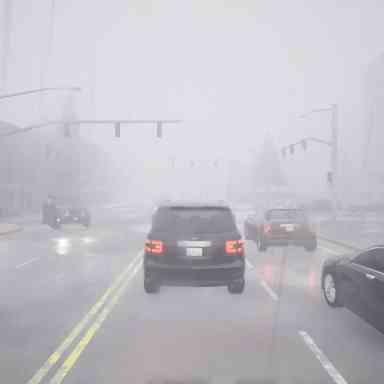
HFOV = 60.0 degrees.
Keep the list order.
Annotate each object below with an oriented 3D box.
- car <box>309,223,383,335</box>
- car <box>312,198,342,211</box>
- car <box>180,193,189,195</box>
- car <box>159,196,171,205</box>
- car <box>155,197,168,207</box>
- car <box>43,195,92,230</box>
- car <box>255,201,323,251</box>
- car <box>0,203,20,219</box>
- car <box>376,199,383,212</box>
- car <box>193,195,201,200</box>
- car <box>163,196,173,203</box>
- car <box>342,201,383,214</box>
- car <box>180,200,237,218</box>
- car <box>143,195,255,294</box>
[{"bbox_3d":[3.607,1.505,5.057,1.837,1.490,4.892,0,0,0],"label":"car"},{"bbox_3d":[14.435,1.505,37.539,4.892,1.490,1.837,0,0,-2],"label":"car"},{"bbox_3d":[-1.795,1.496,80.194,1.837,1.490,4.892,0,0,-1],"label":"car"},{"bbox_3d":[-4.904,1.478,61.307,1.882,1.535,5.008,0,0,-1],"label":"car"},{"bbox_3d":[-4.704,1.526,51.917,1.812,1.442,4.674,0,0,-1],"label":"car"},{"bbox_3d":[-8.274,1.223,21.755,2.150,2.045,5.566,2,-1,-33],"label":"car"},{"bbox_3d":[3.535,1.352,14.138,2.097,1.767,4.553,0,0,0],"label":"car"},{"bbox_3d":[-17.394,1.526,28.800,4.674,1.442,1.812,0,0,-1],"label":"car"},{"bbox_3d":[24.174,1.547,37.801,5.357,1.411,2.033,0,0,-1],"label":"car"},{"bbox_3d":[1.461,1.553,90.341,1.994,1.385,4.181,0,0,-1],"label":"car"},{"bbox_3d":[-5.079,1.553,71.188,1.994,1.385,4.181,0,0,-1],"label":"car"},{"bbox_3d":[18.485,1.601,34.147,4.718,1.301,1.895,0,0,-2],"label":"car"},{"bbox_3d":[1.397,1.491,29.793,4.902,1.511,2.128,0,0,-4],"label":"car"},{"bbox_3d":[0.053,1.221,8.960,2.150,2.045,5.566,0,0,0],"label":"car"}]
